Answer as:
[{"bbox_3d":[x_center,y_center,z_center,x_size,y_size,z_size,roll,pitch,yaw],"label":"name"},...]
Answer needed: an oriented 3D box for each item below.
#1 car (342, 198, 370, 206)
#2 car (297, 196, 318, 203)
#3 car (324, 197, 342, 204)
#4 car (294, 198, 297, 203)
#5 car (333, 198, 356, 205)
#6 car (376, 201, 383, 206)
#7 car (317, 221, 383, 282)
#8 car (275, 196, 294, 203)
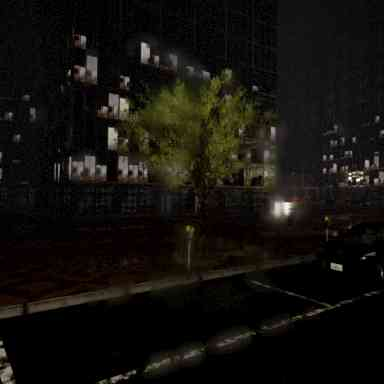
[{"bbox_3d":[29.614,1.766,59.307,2.008,1.369,4.403,1,-1,-20],"label":"car"},{"bbox_3d":[29.294,1.824,83.046,2.192,1.841,5.009,1,-1,-20],"label":"car"},{"bbox_3d":[27.688,1.691,64.558,1.967,1.590,4.097,1,-1,-20],"label":"car"},{"bbox_3d":[27.361,2.127,88.294,1.802,1.307,4.206,1,-1,-20],"label":"car"},{"bbox_3d":[33.148,1.989,72.540,2.008,1.369,4.403,1,-1,-20],"label":"car"},{"bbox_3d":[36.947,1.893,62.197,1.752,1.417,4.829,1,-1,-20],"label":"car"},{"bbox_3d":[5.562,1.574,9.827,4.313,1.339,1.947,0,1,-34],"label":"car"},{"bbox_3d":[21.905,1.799,80.305,1.967,1.590,4.097,1,-1,-20],"label":"car"}]
